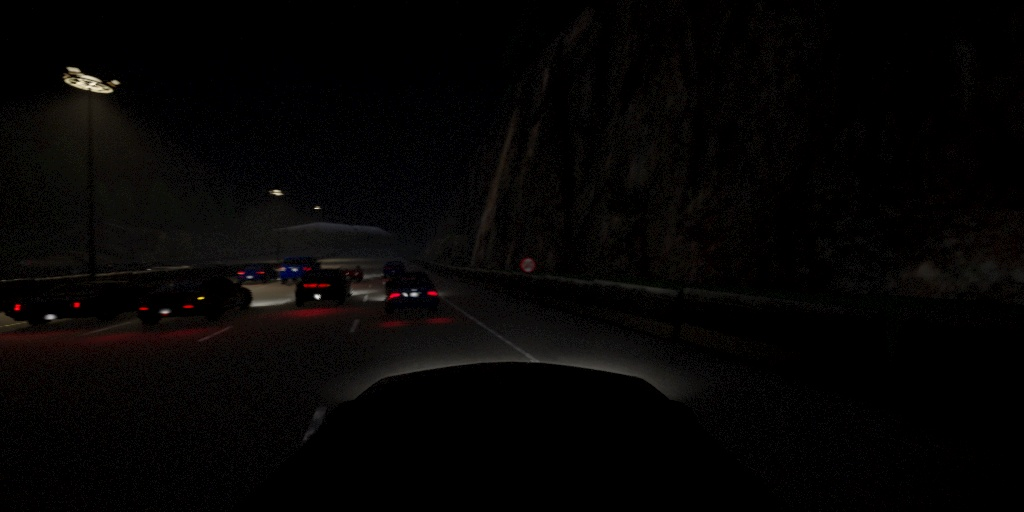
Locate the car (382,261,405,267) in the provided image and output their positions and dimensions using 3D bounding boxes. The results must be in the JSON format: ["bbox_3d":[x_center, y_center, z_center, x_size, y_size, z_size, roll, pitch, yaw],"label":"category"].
[{"bbox_3d":[-10.978,1.211,33.431,1.882,1.535,5.008,-1,1,-20],"label":"car"}]

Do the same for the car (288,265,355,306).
[{"bbox_3d":[-8.642,1.353,16.691,1.837,1.490,4.892,-1,1,-20],"label":"car"}]

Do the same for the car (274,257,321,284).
[{"bbox_3d":[-16.677,1.076,28.564,2.150,2.045,5.566,-1,1,-19],"label":"car"}]

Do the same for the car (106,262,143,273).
[{"bbox_3d":[-43.886,1.461,41.663,1.837,1.490,4.892,-1,1,-20],"label":"car"}]

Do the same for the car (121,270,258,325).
[{"bbox_3d":[-10.929,1.424,12.667,1.812,1.442,4.674,-1,0,-20],"label":"car"}]

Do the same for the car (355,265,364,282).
[{"bbox_3d":[-13.249,1.404,29.385,1.895,1.301,4.718,-1,1,-19],"label":"car"}]

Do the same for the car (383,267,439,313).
[{"bbox_3d":[-4.112,1.343,14.382,2.033,1.411,5.357,-1,0,-19],"label":"car"}]

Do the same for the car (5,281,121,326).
[{"bbox_3d":[-14.746,1.551,12.967,1.895,1.301,4.718,-1,0,-19],"label":"car"}]

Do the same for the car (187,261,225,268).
[{"bbox_3d":[-37.475,1.338,44.491,2.128,1.511,4.902,-1,1,-20],"label":"car"}]

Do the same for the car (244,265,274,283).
[{"bbox_3d":[-20.651,1.418,29.307,1.812,1.442,4.674,-1,1,-20],"label":"car"}]

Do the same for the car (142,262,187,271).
[{"bbox_3d":[-40.285,1.518,41.982,1.895,1.301,4.718,-1,1,-20],"label":"car"}]

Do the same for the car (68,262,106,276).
[{"bbox_3d":[-47.133,1.501,40.364,2.128,1.511,4.902,-1,1,-19],"label":"car"}]
